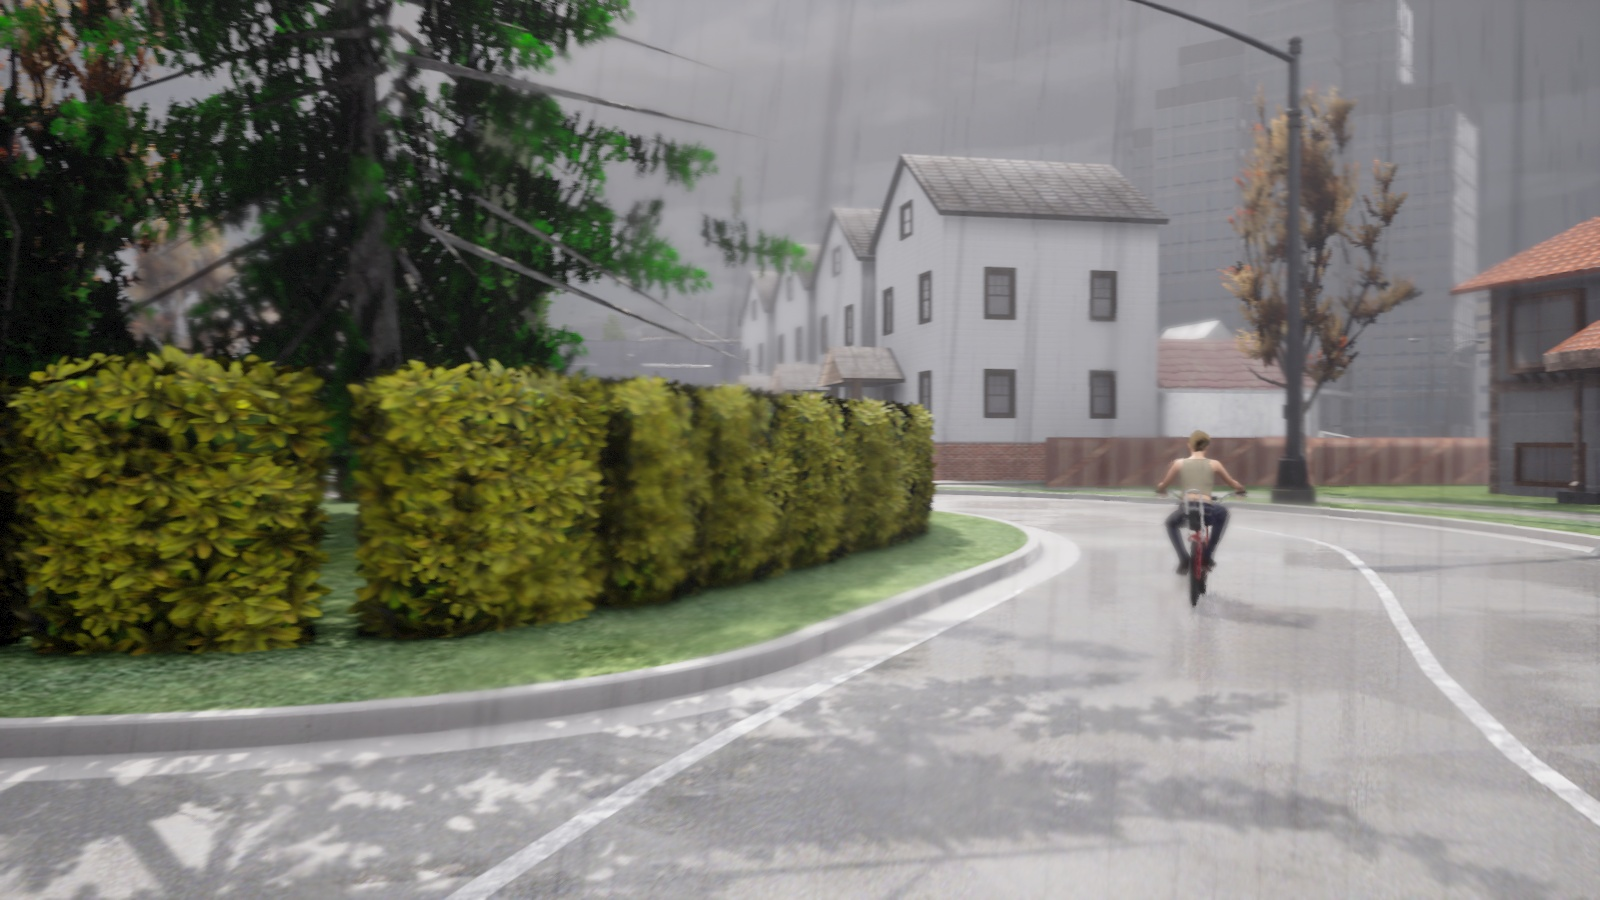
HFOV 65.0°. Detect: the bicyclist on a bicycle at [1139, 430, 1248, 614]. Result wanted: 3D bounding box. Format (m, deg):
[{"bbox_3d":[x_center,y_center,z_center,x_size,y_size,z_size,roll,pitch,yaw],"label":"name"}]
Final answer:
[{"bbox_3d":[3.742,0.627,11.864,0.866,1.612,1.509,0,0,22],"label":"bicyclist on a bicycle"}]
